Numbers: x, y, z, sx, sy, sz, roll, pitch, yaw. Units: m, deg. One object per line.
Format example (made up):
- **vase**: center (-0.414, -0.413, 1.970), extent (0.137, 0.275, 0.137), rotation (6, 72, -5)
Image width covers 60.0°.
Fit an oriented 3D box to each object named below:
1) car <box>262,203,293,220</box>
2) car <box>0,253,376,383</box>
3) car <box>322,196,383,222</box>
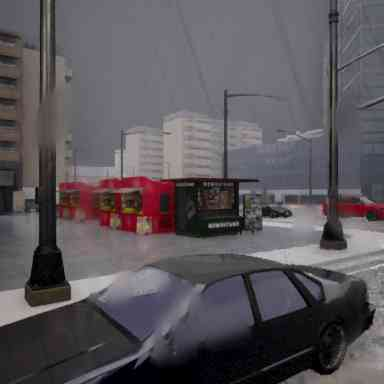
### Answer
- **car**: center (7.037, 1.716, 30.261), extent (1.994, 1.385, 4.181), rotation (0, -1, -36)
- **car**: center (0.131, 1.547, 4.052), extent (5.357, 1.411, 2.033), rotation (0, 0, -35)
- **car**: center (13.520, 1.312, 27.291), extent (2.150, 2.045, 5.566), rotation (0, -1, -36)
